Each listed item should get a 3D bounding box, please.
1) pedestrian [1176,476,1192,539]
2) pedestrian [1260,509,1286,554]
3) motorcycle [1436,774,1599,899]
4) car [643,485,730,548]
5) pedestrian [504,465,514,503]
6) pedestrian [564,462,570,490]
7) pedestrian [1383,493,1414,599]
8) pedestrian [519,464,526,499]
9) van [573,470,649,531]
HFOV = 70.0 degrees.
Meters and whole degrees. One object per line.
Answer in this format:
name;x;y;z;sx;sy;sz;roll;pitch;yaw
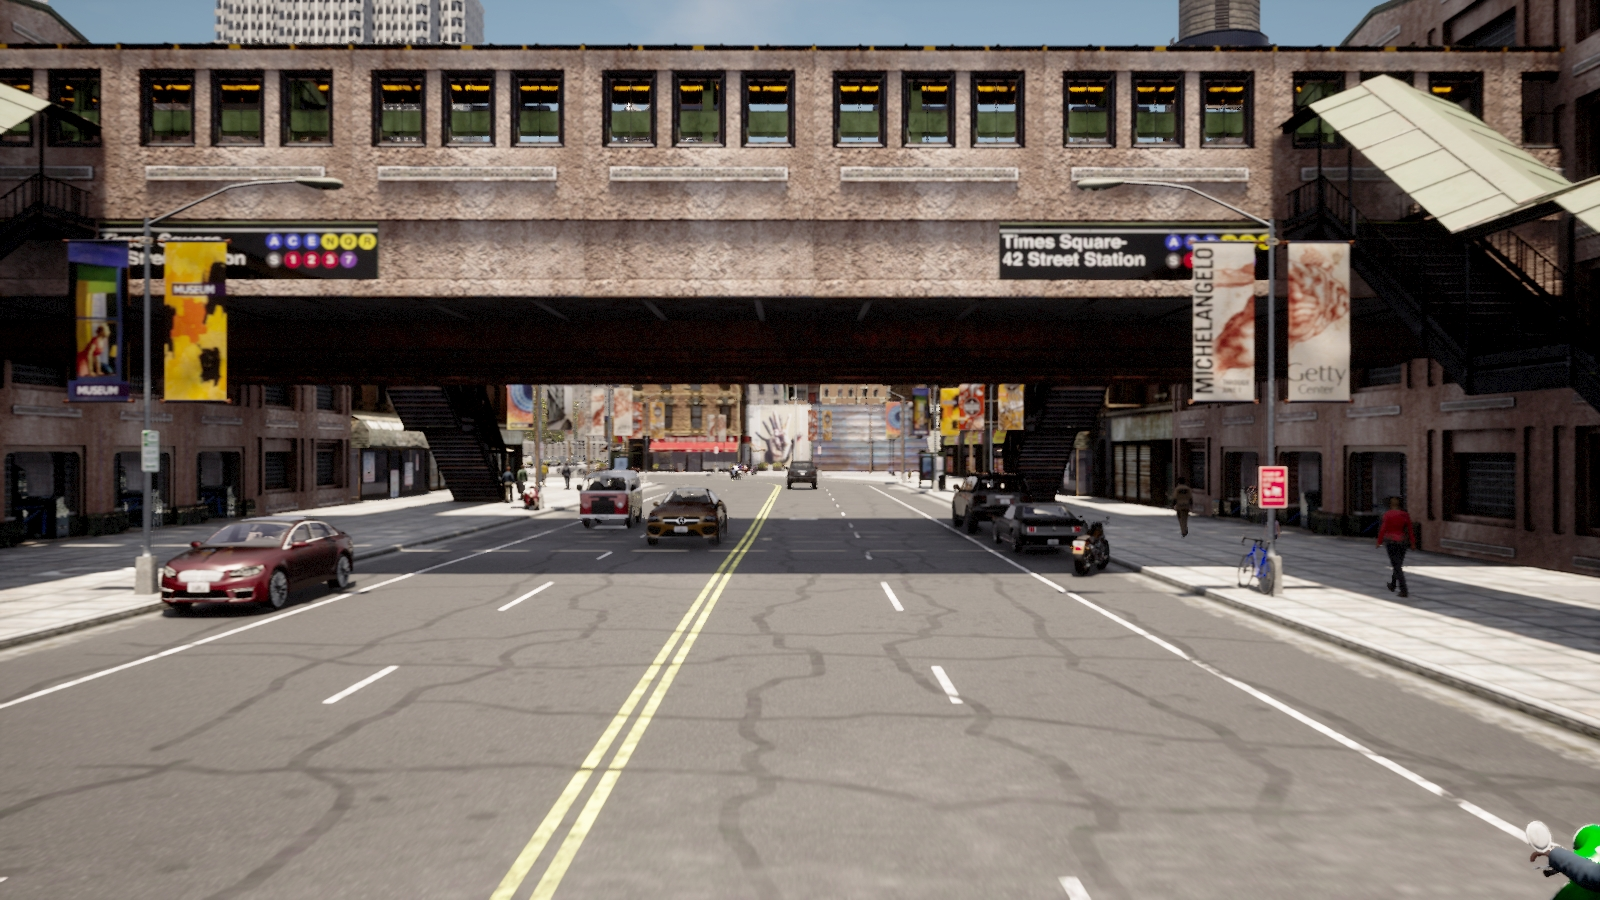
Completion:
pedestrian;11.414;1.696;33.935;0.375;1.860;0.375;0;0;5
pedestrian;12.024;2.076;29.055;0.500;1.100;0.500;0;0;8
motorcycle;3.501;2.182;4.612;0.856;1.236;1.805;0;0;0
car;-3.403;1.992;35.316;2.152;1.651;5.027;0;0;0
pedestrian;-14.462;1.696;56.768;0.375;1.860;0.375;0;0;3
pedestrian;-15.426;1.696;75.689;0.375;1.860;0.375;0;0;-7
pedestrian;10.681;1.696;20.383;0.375;1.860;0.375;0;0;5
pedestrian;-14.819;1.696;60.991;0.375;1.860;0.375;0;0;-14
van;-6.861;1.782;41.945;2.069;2.038;4.480;0;0;0
